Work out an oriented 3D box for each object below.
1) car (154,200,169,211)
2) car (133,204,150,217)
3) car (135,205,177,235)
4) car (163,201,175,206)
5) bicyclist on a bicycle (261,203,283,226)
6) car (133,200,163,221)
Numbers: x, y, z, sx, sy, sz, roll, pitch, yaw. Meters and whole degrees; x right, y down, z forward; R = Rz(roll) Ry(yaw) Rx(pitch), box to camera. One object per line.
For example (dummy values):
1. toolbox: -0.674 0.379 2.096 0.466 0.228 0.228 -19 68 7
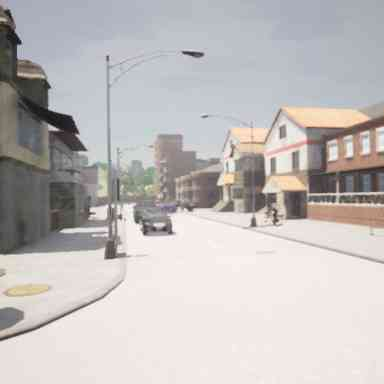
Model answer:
1. car: -5.366 2.361 57.395 2.097 1.767 4.553 -1 -1 -11
2. car: -6.361 2.307 41.733 1.812 1.442 4.674 -1 -1 -11
3. car: -2.381 1.887 21.818 2.128 1.511 4.902 -1 -1 -11
4. car: -3.349 2.297 47.652 1.882 1.535 5.008 -1 -1 -11
5. bicyclist on a bicycle: 5.756 1.629 23.937 1.656 1.620 0.582 -1 -1 -11
6. car: -4.362 1.808 31.642 2.150 2.045 5.566 -1 -1 -11
